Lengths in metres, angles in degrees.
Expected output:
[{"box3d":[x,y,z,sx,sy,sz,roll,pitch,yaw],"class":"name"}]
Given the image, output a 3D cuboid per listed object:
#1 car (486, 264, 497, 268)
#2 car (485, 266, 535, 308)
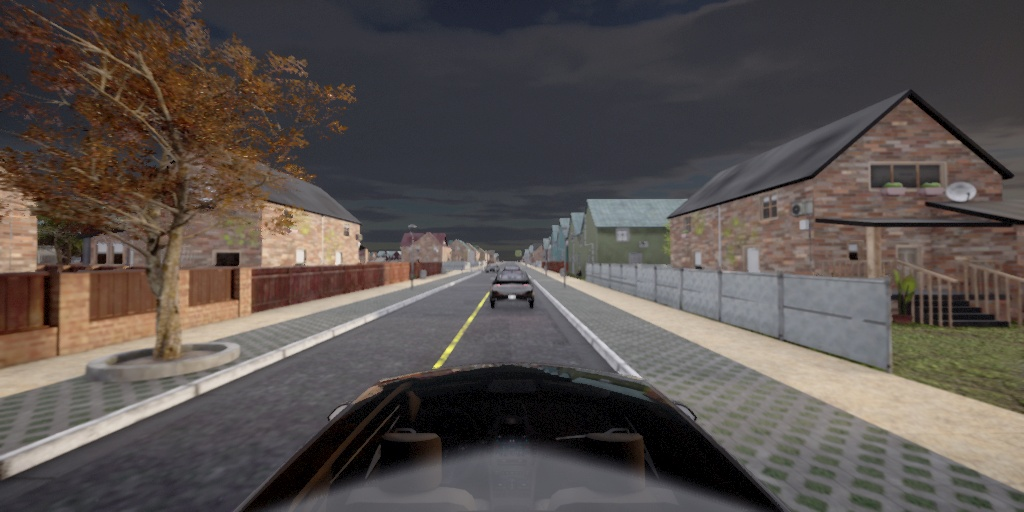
[{"box3d":[-2.746,1.786,51.286,1.994,1.385,4.181,0,-1,0],"class":"car"},{"box3d":[0.007,1.380,16.149,2.128,1.511,4.902,0,0,0],"class":"car"}]
